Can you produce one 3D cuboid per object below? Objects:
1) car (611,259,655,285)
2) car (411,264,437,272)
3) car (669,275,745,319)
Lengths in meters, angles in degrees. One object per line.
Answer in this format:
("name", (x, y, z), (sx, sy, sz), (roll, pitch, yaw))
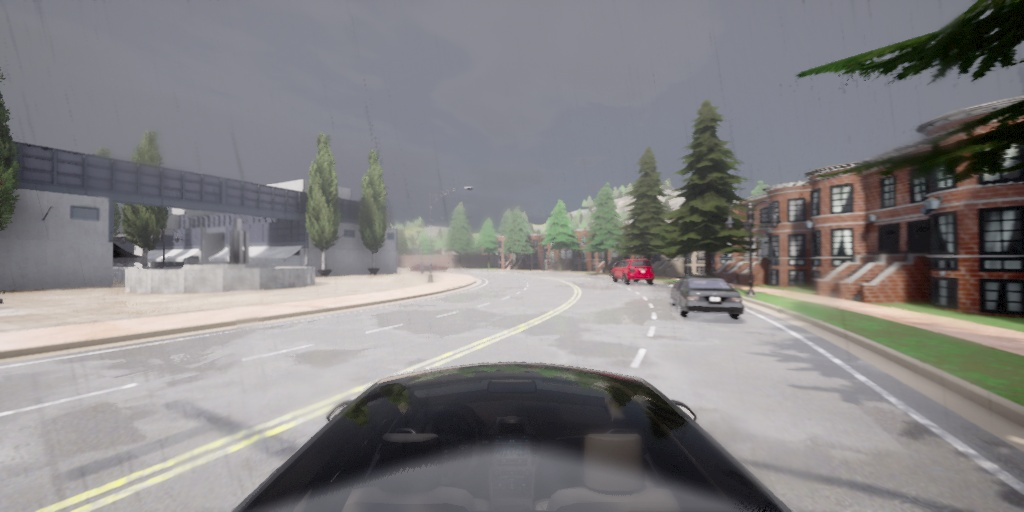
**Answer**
("car", (10.023, 1.298, 30.091), (2.150, 2.045, 5.566), (0, 0, 0))
("car", (-15.541, 2.036, 61.677), (4.181, 1.385, 1.994), (-1, -1, 40))
("car", (7.195, 1.431, 13.661), (2.033, 1.411, 5.357), (0, -1, 19))
